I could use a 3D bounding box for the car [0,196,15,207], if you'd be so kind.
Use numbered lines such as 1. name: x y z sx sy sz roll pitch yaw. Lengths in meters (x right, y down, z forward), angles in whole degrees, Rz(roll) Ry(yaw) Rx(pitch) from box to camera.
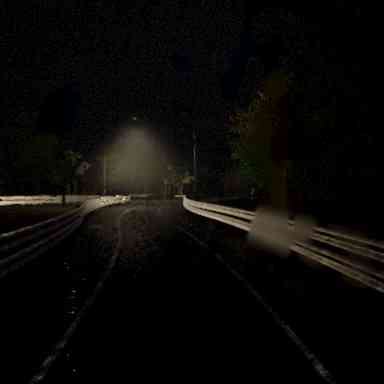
1. car: -24.281 1.050 40.916 1.812 1.442 4.674 0 0 32

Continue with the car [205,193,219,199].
1. car: 5.336 0.959 87.754 2.097 1.767 4.553 0 0 32

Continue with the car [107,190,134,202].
1. car: -12.710 0.683 59.217 2.150 2.045 5.566 0 0 32
